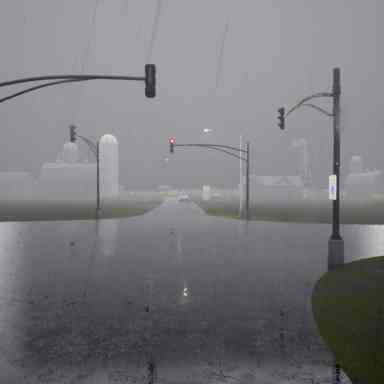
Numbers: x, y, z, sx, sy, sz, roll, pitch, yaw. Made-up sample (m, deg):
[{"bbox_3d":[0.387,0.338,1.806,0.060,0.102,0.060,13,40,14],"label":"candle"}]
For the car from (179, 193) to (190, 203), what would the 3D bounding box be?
[{"bbox_3d":[-1.508,1.553,69.874,1.812,1.442,4.674,0,0,-3],"label":"car"}]

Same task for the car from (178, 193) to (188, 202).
[{"bbox_3d":[-2.091,1.189,79.909,2.150,2.045,5.566,0,0,-4],"label":"car"}]
